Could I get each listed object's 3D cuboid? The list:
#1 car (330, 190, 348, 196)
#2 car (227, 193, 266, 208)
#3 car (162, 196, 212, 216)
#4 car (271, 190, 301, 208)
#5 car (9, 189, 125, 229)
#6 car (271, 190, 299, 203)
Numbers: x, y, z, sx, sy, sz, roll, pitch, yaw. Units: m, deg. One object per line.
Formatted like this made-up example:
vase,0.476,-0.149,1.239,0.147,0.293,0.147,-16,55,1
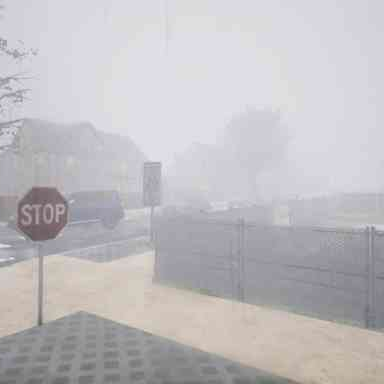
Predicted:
car,22.952,0.264,51.765,1.895,1.301,4.718,1,2,36
car,5.403,0.775,32.115,2.033,1.411,5.357,1,2,36
car,-0.303,1.023,24.097,1.994,1.385,4.181,1,2,35
car,9.218,0.741,32.419,1.812,1.442,4.674,1,2,35
car,-5.836,0.905,16.307,2.150,2.045,5.566,1,2,36
car,11.398,0.513,40.509,1.812,1.442,4.674,1,2,36
